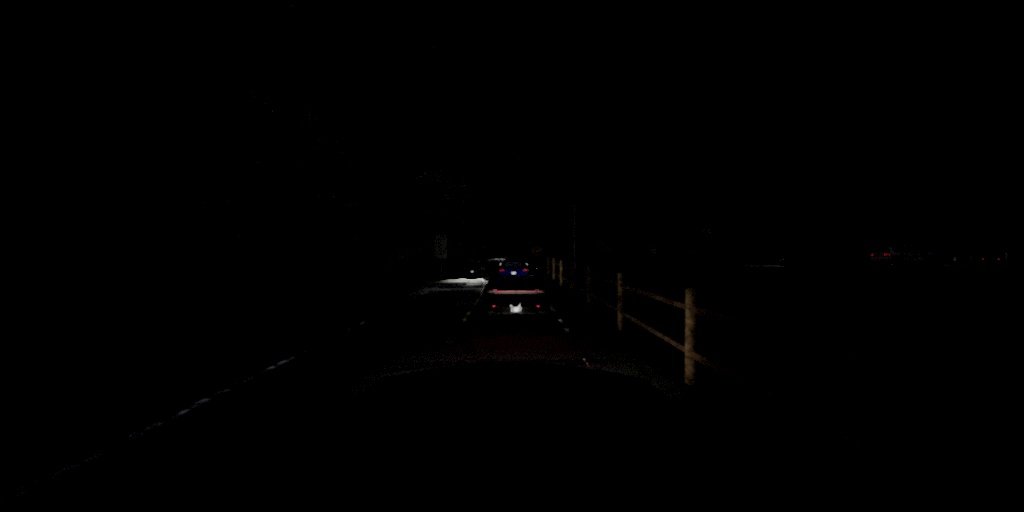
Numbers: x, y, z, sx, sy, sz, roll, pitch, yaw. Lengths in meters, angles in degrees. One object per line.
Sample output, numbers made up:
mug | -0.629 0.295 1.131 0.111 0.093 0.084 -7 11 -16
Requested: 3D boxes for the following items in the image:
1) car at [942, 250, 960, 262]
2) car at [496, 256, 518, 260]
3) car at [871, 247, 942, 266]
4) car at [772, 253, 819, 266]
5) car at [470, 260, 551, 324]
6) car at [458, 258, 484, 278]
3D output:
car | 49.241 -0.040 41.971 5.008 1.535 1.882 0 1 -1
car | 0.107 0.907 23.390 1.994 1.385 4.181 0 1 0
car | 42.532 0.046 39.084 5.566 2.045 2.150 1 1 0
car | 33.035 0.374 41.798 4.674 1.442 1.812 0 1 -1
car | 0.104 1.064 11.244 2.128 1.511 4.902 0 1 0
car | -2.738 0.847 26.582 1.994 1.385 4.181 0 1 0
